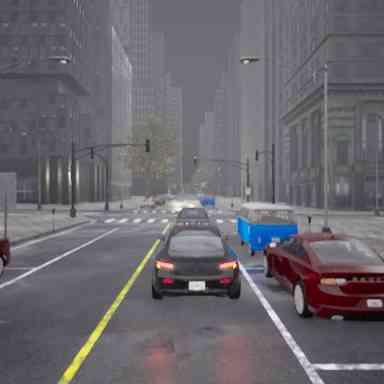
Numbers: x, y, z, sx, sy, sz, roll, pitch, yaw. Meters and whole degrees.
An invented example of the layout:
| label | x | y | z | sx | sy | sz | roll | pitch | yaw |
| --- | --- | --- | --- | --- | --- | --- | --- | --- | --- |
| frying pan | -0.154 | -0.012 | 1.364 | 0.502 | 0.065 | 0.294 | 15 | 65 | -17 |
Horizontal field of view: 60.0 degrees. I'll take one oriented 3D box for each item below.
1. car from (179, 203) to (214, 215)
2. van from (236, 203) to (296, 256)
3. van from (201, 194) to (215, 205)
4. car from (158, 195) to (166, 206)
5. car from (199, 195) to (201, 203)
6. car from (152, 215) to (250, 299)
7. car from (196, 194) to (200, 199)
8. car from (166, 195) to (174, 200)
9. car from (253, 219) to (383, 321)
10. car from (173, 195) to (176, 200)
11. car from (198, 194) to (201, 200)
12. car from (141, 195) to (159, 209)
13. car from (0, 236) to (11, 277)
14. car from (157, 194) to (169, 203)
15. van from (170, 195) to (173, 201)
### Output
| label | x | y | z | sx | sy | sz | roll | pitch | yaw |
| --- | --- | --- | --- | --- | --- | --- | --- | --- | --- |
| car | 0.043 | 1.549 | 17.896 | 2.033 | 1.411 | 5.357 | 0 | 0 | 0 |
| van | 2.739 | 1.342 | 12.781 | 1.690 | 1.788 | 3.998 | 0 | 0 | 0 |
| van | 2.602 | 1.361 | 50.765 | 1.690 | 1.788 | 3.998 | 0 | 0 | 0 |
| car | -5.941 | 1.570 | 55.920 | 1.887 | 1.381 | 4.507 | 0 | 0 | 0 |
| car | 2.584 | 1.591 | 56.178 | 1.947 | 1.339 | 4.313 | 0 | 0 | 0 |
| car | 0.081 | 1.526 | 8.307 | 1.812 | 1.442 | 4.674 | 0 | 0 | 0 |
| car | 2.531 | 1.593 | 72.418 | 2.008 | 1.369 | 4.403 | 0 | 0 | 0 |
| car | -6.060 | 1.596 | 92.773 | 1.752 | 1.417 | 4.829 | 0 | 0 | 0 |
| car | 2.755 | 1.545 | 7.256 | 1.887 | 1.381 | 4.507 | 0 | 0 | 0 |
| car | -6.043 | 1.629 | 87.653 | 1.947 | 1.339 | 4.313 | 0 | 0 | 0 |
| car | 2.566 | 1.575 | 61.591 | 1.887 | 1.381 | 4.507 | 0 | 0 | 0 |
| car | -5.912 | 1.542 | 45.170 | 1.752 | 1.417 | 4.829 | 0 | 0 | 0 |
| car | -5.800 | 1.545 | 7.246 | 1.887 | 1.381 | 4.507 | 0 | 0 | 0 |
| car | -5.957 | 1.345 | 61.209 | 2.192 | 1.841 | 5.009 | 0 | 0 | 0 |
| van | -6.009 | 1.390 | 77.076 | 1.690 | 1.788 | 3.998 | 0 | 0 | 0 |
